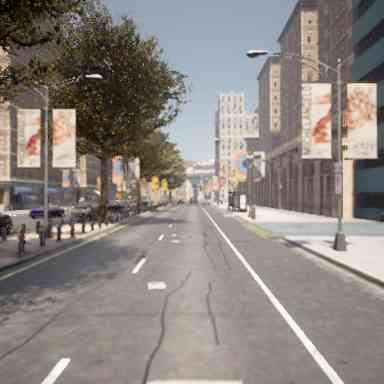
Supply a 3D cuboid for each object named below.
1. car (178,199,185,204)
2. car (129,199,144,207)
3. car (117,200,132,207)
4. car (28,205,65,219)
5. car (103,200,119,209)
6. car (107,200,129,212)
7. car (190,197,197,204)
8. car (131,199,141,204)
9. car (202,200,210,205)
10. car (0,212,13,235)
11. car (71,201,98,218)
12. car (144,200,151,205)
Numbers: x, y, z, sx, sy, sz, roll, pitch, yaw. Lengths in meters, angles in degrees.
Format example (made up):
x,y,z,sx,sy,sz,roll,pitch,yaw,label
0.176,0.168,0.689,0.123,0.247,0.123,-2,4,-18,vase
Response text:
x,y,z,sx,sy,sz,roll,pitch,yaw,label
-3.080,2.747,94.806,1.812,1.442,4.674,0,-1,0,car
-11.223,2.194,65.237,2.097,1.767,4.553,0,-1,1,car
-14.680,2.458,72.531,2.128,1.511,4.902,0,-1,0,car
-14.952,2.042,34.414,1.895,1.301,4.718,0,-1,0,car
-14.776,2.289,60.891,1.837,1.490,4.892,0,-1,1,car
-11.374,2.246,50.155,1.895,1.301,4.718,0,-1,0,car
0.415,2.433,93.581,2.150,2.045,5.566,0,-1,0,car
-14.614,2.462,87.240,1.994,1.385,4.181,0,-1,0,car
3.638,2.729,87.745,1.895,1.301,4.718,0,-1,0,car
-11.526,1.718,17.687,2.128,1.511,4.902,0,-1,0,car
-11.444,1.815,36.090,2.097,1.767,4.553,0,-1,0,car
-11.146,2.626,80.160,1.895,1.301,4.718,0,-1,0,car
